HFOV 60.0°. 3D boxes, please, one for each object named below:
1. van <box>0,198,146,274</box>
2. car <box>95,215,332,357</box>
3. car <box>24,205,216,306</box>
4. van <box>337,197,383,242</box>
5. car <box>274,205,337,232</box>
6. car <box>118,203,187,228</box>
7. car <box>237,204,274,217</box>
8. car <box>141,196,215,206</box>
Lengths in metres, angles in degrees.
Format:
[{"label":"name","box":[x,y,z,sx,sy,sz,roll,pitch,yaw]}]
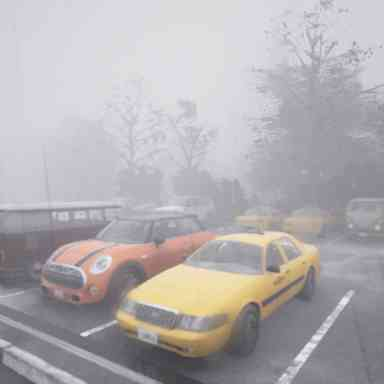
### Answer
[{"label":"van","box":[-3.711,1.289,10.065,1.878,1.987,4.442,-1,0,35]},{"label":"car","box":[0.984,1.479,6.388,1.946,1.575,5.366,0,0,35]},{"label":"car","box":[-1.277,1.366,8.246,2.185,1.767,4.553,0,0,35]},{"label":"van","box":[8.619,1.255,16.100,1.878,1.987,4.442,0,0,35]},{"label":"car","box":[6.509,1.488,17.956,1.946,1.575,5.366,0,0,35]},{"label":"car","box":[-2.739,1.604,24.222,2.231,1.521,4.892,-1,-1,35]},{"label":"car","box":[4.334,1.504,19.489,1.946,1.575,5.366,-1,0,35]},{"label":"car","box":[-0.465,1.310,22.608,2.435,2.045,5.566,-1,-1,35]}]
